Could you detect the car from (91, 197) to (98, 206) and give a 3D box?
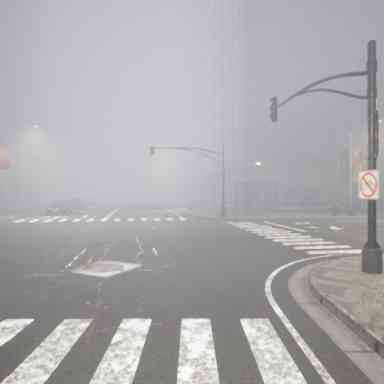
[{"bbox_3d":[-16.613,1.579,54.439,1.994,1.385,4.181,0,0,-9],"label":"car"}]

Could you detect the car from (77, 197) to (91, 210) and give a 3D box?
[{"bbox_3d":[-14.808,1.485,43.304,1.882,1.535,5.008,0,0,-9],"label":"car"}]

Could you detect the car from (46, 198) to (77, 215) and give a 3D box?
[{"bbox_3d":[-13.216,1.528,33.473,1.812,1.442,4.674,0,0,-10],"label":"car"}]
